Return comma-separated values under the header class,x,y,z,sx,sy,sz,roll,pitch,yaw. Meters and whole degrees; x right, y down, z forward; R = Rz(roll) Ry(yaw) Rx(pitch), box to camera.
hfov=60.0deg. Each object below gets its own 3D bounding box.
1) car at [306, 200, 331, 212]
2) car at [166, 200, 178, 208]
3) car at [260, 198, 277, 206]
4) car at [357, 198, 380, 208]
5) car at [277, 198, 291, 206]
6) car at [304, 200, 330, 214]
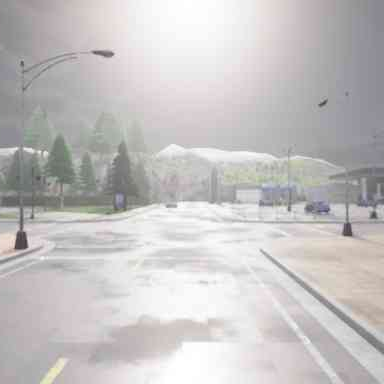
class,x,y,z,sx,sy,sz,roll,pitch,yaw
car,17.009,1.802,44.879,1.970,1.475,3.806,0,-1,0
car,-3.500,2.107,57.373,1.895,1.301,4.718,0,-1,0
car,14.202,1.930,63.520,2.007,1.523,4.514,0,-1,0
car,29.109,1.838,55.752,1.845,1.501,3.633,0,-1,0
car,17.339,1.921,63.542,2.152,1.636,5.027,0,-1,0
car,13.956,1.723,37.488,1.845,1.501,3.633,0,-1,0
